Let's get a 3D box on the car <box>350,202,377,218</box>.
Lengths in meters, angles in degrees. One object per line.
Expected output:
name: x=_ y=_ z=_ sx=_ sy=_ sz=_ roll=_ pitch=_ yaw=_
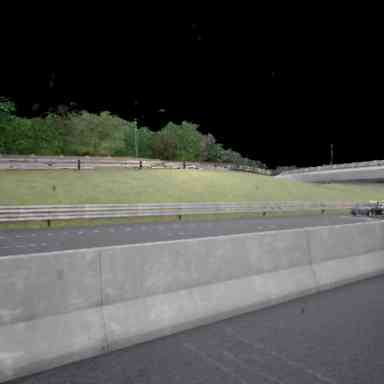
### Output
car: x=18.320 y=1.800 z=34.403 sx=4.892 sy=1.490 sz=1.837 roll=1 pitch=-1 yaw=-36

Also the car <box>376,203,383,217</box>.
car: x=19.875 y=1.835 z=31.212 sx=5.357 sy=1.411 sz=2.033 roll=1 pitch=0 yaw=-36
